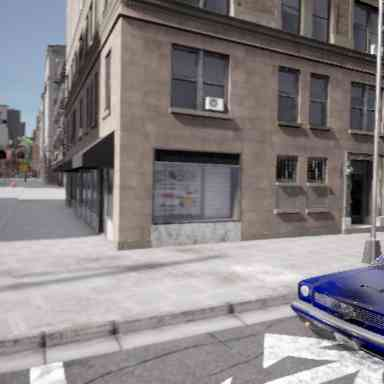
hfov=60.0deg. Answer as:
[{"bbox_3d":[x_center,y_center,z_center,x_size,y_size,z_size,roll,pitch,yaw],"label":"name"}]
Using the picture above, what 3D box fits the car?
[{"bbox_3d":[3.827,1.517,5.112,4.718,1.301,1.895,0,2,-28],"label":"car"}]
